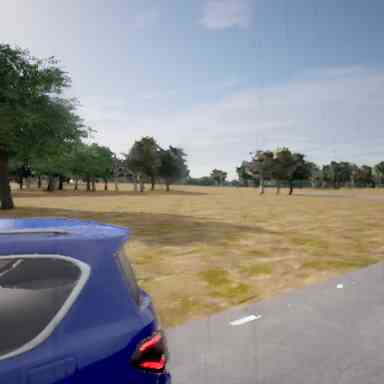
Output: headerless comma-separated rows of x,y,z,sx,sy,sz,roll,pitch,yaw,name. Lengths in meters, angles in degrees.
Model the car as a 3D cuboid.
-2.724,1.236,1.510,5.566,2.045,2.150,0,0,-36,car
